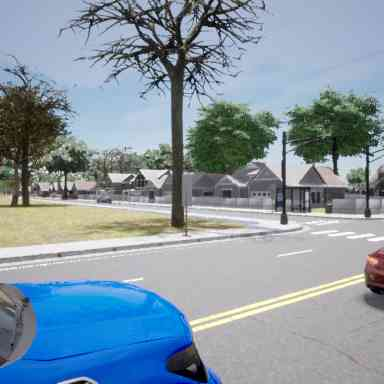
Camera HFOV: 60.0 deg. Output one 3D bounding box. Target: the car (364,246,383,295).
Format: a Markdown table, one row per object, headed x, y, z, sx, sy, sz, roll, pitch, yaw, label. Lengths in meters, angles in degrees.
| x | y | z | sx | sy | sz | roll | pitch | yaw | label |
| --- | --- | --- | --- | --- | --- | --- | --- | --- | --- |
| 5.659 | 1.525 | 7.447 | 4.674 | 1.442 | 1.812 | 0 | 0 | -36 | car |

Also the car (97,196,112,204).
| x | y | z | sx | sy | sz | roll | pitch | yaw | label |
| --- | --- | --- | --- | --- | --- | --- | --- | --- | --- |
| -17.805 | 1.625 | 67.353 | 1.812 | 1.442 | 4.674 | 0 | 0 | -35 | car |

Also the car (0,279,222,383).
| x | y | z | sx | sy | sz | roll | pitch | yaw | label |
| --- | --- | --- | --- | --- | --- | --- | --- | --- | --- |
| -2.419 | 1.221 | 1.716 | 5.566 | 2.045 | 2.150 | 0 | 0 | -36 | car |
